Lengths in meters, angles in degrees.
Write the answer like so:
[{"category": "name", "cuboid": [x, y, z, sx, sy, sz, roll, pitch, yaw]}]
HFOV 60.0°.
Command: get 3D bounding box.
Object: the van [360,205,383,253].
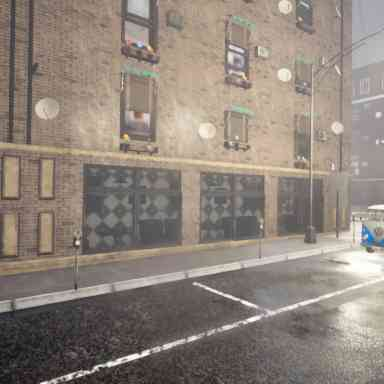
[{"category": "van", "cuboid": [7.819, 1.345, 12.229, 3.998, 1.788, 1.690, 0, 1, -36]}]
